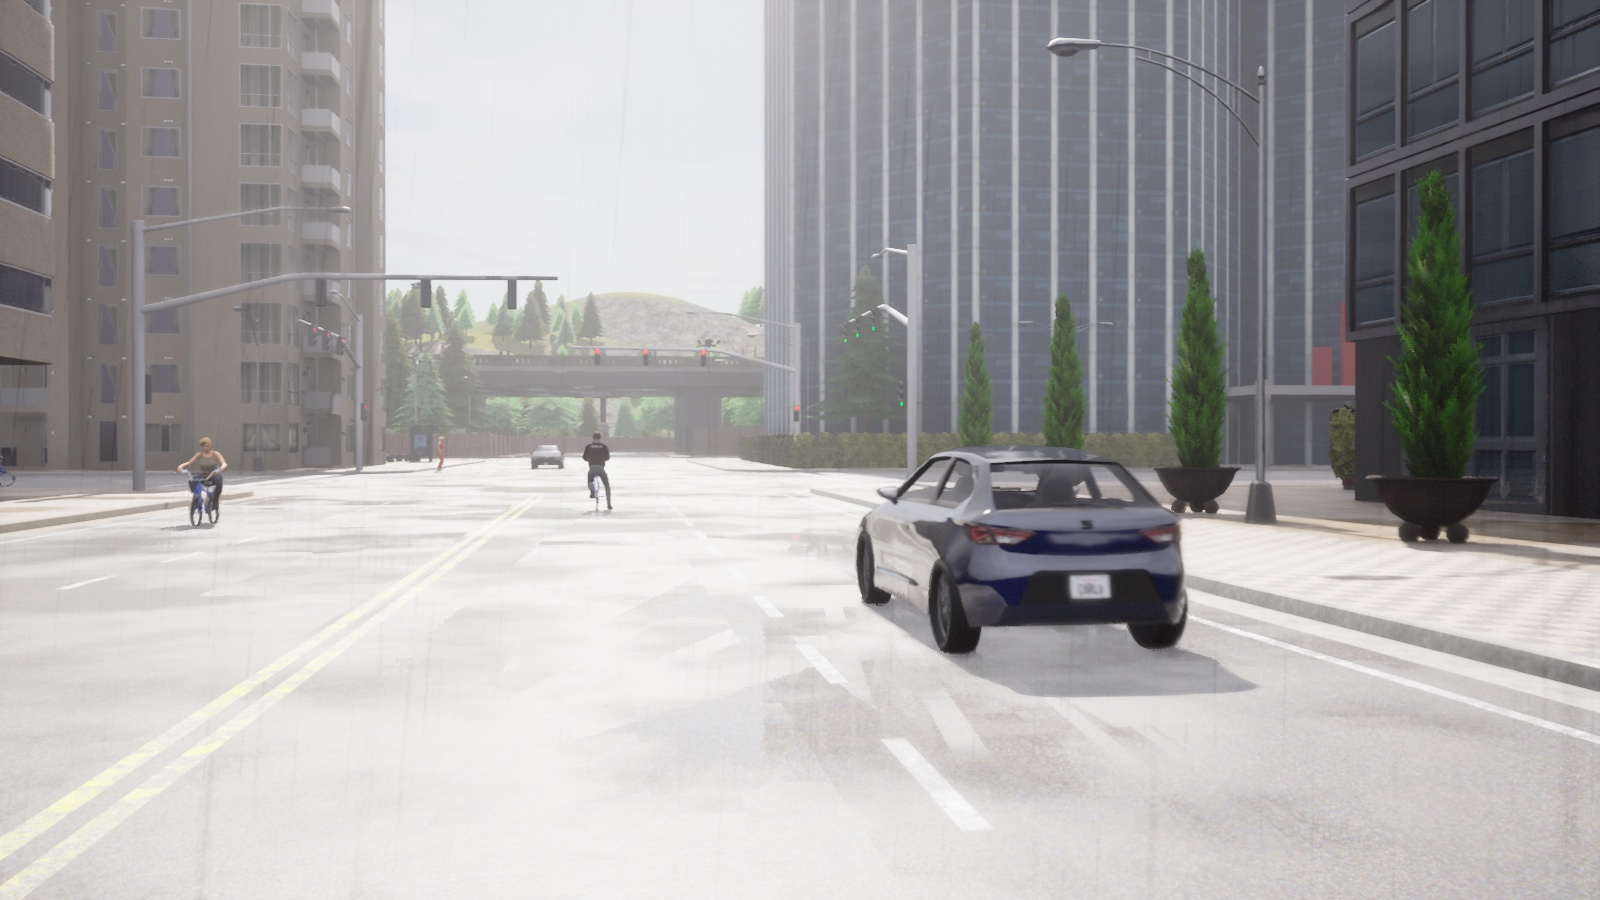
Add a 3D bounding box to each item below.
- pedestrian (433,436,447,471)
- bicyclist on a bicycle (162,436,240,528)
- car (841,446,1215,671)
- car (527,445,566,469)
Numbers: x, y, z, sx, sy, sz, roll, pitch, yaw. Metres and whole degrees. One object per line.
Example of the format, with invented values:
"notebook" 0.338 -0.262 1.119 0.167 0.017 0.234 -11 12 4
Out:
"pedestrian" -18.776 0.165 65.491 0.594 1.836 0.345 0 0 -1
"bicyclist on a bicycle" -10.833 0.556 22.763 0.866 1.612 1.509 0 0 -8
"car" 1.612 0.709 10.476 1.816 1.474 4.193 0 0 -8
"car" -15.150 0.398 75.364 2.033 1.411 5.357 0 0 -8
